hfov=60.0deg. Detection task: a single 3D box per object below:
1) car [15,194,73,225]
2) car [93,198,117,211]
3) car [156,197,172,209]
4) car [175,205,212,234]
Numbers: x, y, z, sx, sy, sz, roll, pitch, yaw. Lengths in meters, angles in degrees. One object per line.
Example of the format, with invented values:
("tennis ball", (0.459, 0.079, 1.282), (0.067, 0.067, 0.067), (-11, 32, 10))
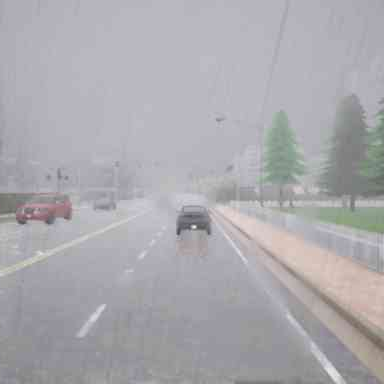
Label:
("car", (-10.581, 1.208, 24.332), (2.150, 2.045, 5.566), (0, 0, 0))
("car", (-10.496, 1.485, 40.254), (1.882, 1.535, 5.008), (0, 0, 0))
("car", (-3.742, 1.484, 44.877), (1.837, 1.490, 4.892), (0, 0, -5))
("car", (0.102, 1.495, 19.106), (1.837, 1.490, 4.892), (0, 0, 0))
